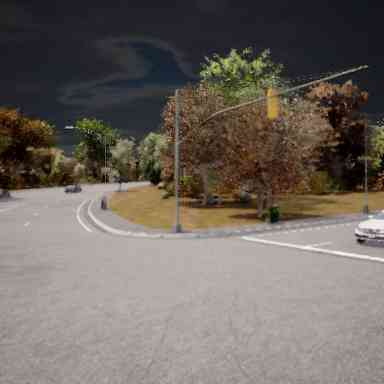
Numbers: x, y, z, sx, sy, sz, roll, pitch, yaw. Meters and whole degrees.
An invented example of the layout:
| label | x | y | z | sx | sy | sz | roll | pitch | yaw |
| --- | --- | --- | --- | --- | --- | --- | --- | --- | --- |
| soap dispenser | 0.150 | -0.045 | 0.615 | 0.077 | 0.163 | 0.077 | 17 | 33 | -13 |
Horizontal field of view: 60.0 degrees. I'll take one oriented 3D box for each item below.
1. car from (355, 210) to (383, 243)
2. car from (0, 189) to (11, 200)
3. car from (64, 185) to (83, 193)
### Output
| label | x | y | z | sx | sy | sz | roll | pitch | yaw |
| --- | --- | --- | --- | --- | --- | --- | --- | --- | --- |
| car | 9.168 | 1.493 | 14.834 | 4.674 | 1.442 | 1.812 | -1 | 0 | -35 |
| car | -26.950 | 0.270 | 46.430 | 1.994 | 1.385 | 4.181 | 0 | 4 | -9 |
| car | -21.458 | -0.552 | 60.428 | 2.033 | 1.411 | 5.357 | 0 | 4 | -1 |
